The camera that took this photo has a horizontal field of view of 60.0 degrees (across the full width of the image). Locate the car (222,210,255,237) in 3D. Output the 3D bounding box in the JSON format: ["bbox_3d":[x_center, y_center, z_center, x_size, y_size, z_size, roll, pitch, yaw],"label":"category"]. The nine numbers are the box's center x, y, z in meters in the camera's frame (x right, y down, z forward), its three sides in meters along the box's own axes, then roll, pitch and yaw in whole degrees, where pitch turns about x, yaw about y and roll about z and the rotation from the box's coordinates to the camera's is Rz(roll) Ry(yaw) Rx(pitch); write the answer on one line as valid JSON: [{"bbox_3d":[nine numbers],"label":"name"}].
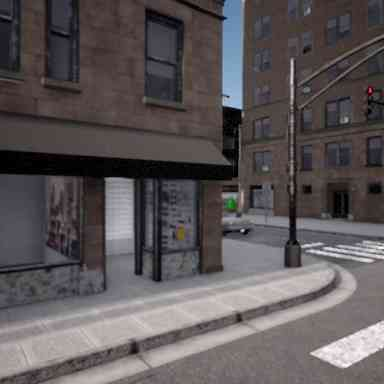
[{"bbox_3d":[1.328,1.679,18.923,1.895,1.301,4.718,0,0,-36],"label":"car"}]
